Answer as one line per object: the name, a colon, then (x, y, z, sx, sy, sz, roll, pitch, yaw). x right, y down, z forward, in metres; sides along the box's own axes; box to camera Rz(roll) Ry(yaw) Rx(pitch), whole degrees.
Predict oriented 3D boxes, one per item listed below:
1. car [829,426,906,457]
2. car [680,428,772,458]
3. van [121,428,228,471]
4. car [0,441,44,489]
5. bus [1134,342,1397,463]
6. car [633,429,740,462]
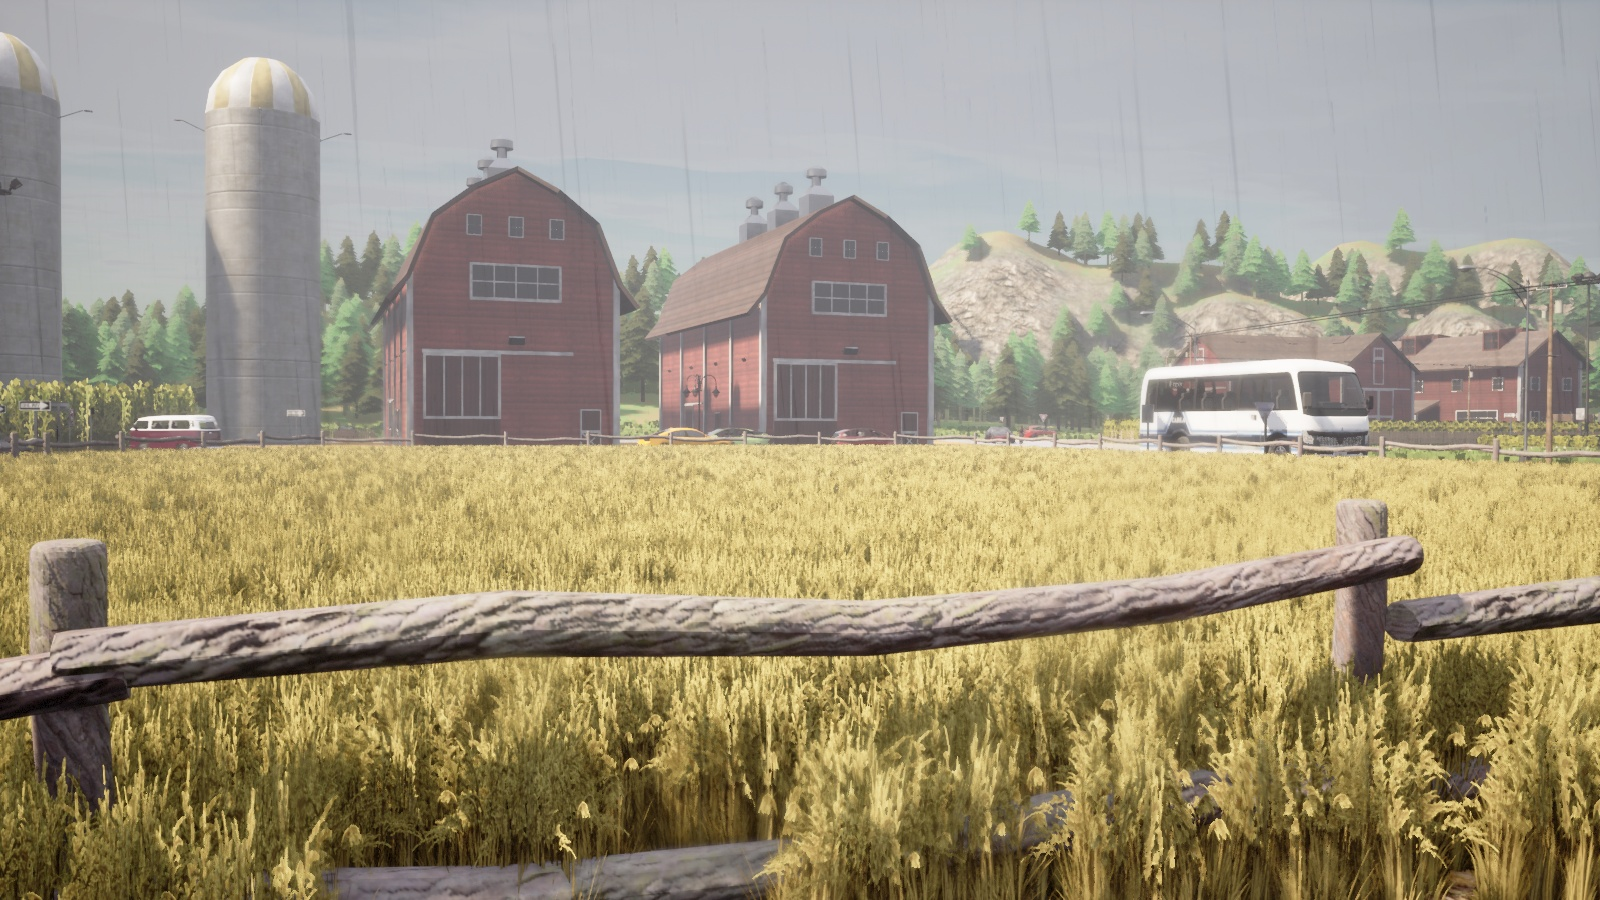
car: (3.566, -0.473, 66.723, 3.705, 1.549, 1.789, -2, 1, -14)
car: (-4.006, -0.391, 67.703, 4.514, 1.525, 2.007, -1, 1, -23)
van: (-30.628, -0.025, 61.510, 4.480, 2.038, 2.069, -1, 1, 19)
car: (-26.933, 0.519, 41.105, 2.007, 1.525, 4.514, -1, 1, -6)
bus: (18.037, -1.767, 49.780, 3.944, 4.253, 10.273, -1, 1, -21)
car: (-5.693, -0.243, 63.112, 5.008, 1.535, 1.882, -2, 1, -24)
